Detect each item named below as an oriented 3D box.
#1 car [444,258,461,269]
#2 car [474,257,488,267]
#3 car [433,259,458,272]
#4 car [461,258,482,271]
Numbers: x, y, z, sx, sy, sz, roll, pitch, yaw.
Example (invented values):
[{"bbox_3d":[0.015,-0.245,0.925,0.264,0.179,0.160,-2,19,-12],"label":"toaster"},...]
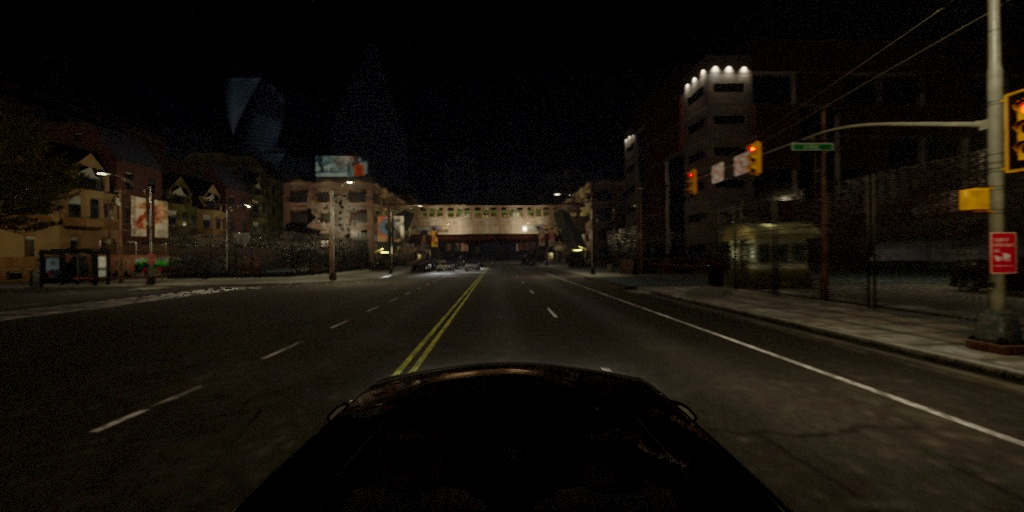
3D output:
[{"bbox_3d":[-9.025,1.413,53.003,1.812,1.442,4.674,-1,1,-2],"label":"car"},{"bbox_3d":[-6.023,1.287,64.870,2.128,1.511,4.902,-1,0,-2],"label":"car"},{"bbox_3d":[-8.913,1.437,48.543,1.895,1.301,4.718,-1,0,-2],"label":"car"},{"bbox_3d":[-5.429,1.319,49.028,1.812,1.442,4.674,-1,0,-2],"label":"car"}]
